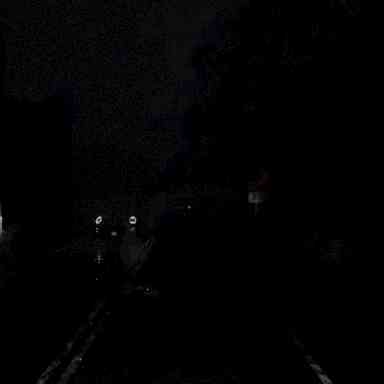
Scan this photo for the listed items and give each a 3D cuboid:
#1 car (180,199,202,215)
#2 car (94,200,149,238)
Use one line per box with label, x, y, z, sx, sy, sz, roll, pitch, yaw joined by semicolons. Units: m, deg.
car;-0.090;1.334;30.832;2.033;1.411;5.357;0;1;3
car;-3.523;1.277;17.216;2.097;1.767;4.553;0;0;0
